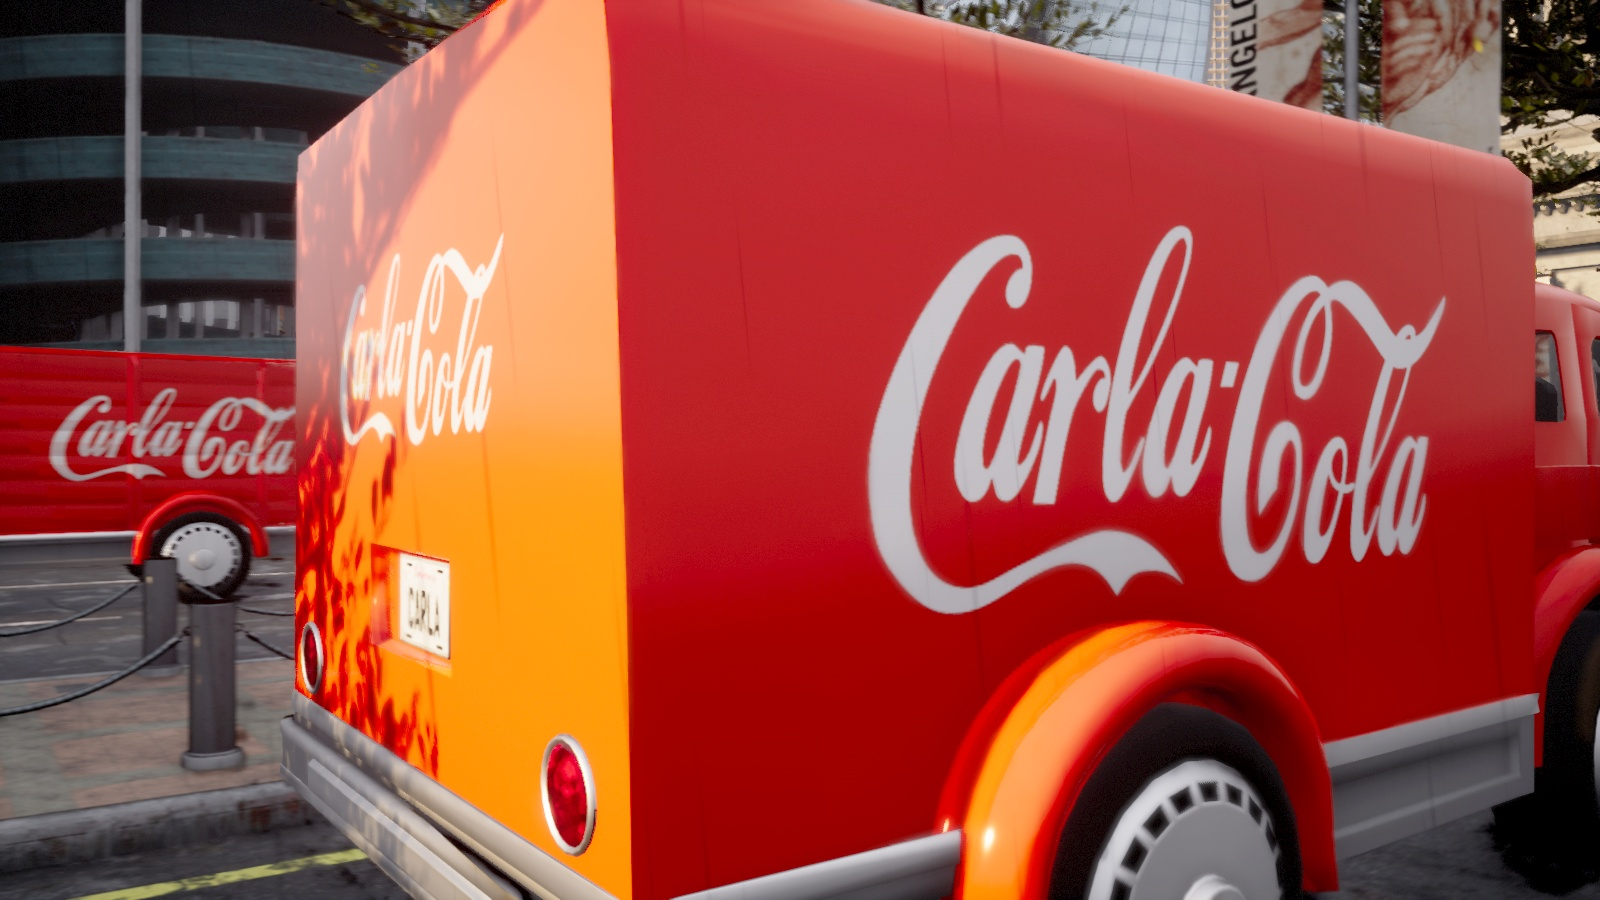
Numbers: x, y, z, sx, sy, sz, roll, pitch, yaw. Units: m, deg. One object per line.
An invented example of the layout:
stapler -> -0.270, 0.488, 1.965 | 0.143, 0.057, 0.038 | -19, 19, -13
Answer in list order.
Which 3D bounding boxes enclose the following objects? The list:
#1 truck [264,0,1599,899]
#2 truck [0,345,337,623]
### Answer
truck -> 1.154, 0.267, 4.464 | 5.204, 2.467, 2.627 | 0, 0, -35
truck -> -7.602, 0.303, 12.380 | 5.204, 2.467, 2.627 | 0, 0, -35
